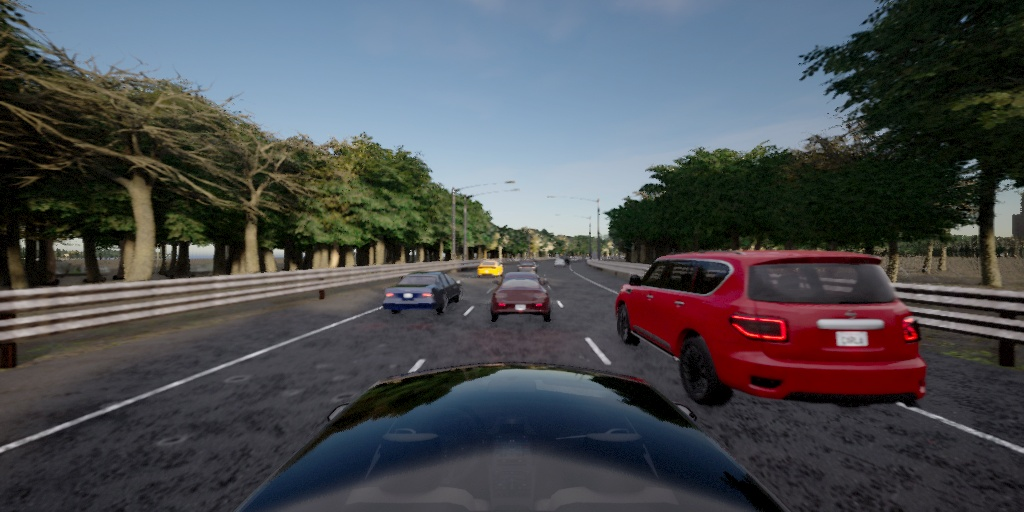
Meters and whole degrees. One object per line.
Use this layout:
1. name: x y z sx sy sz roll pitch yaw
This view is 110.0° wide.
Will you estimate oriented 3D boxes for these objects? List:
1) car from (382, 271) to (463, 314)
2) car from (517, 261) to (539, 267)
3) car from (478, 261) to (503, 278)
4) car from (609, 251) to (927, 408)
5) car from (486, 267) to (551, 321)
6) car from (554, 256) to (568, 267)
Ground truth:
1. car: -3.175 1.292 13.739 2.033 1.411 5.357 0 0 2
2. car: 1.513 1.232 34.041 2.128 1.511 4.902 0 0 5
3. car: -2.005 1.215 33.966 1.882 1.535 5.008 0 0 5
4. car: 3.546 0.947 6.374 2.150 2.045 5.566 0 0 1
5. car: 0.298 1.274 12.359 1.812 1.442 4.674 0 0 1
6. car: 8.668 1.245 64.781 1.812 1.442 4.674 0 0 9
